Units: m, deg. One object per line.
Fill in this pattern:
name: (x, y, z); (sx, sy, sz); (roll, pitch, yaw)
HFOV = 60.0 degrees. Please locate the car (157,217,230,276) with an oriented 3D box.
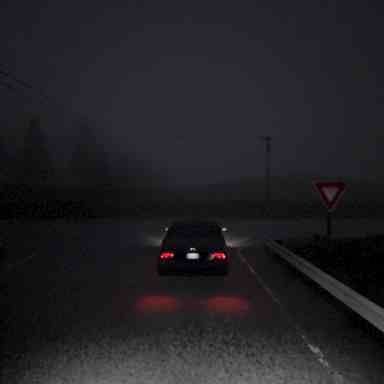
car: (0.104, 1.472, 10.090); (2.033, 1.411, 5.357); (0, 1, 2)
